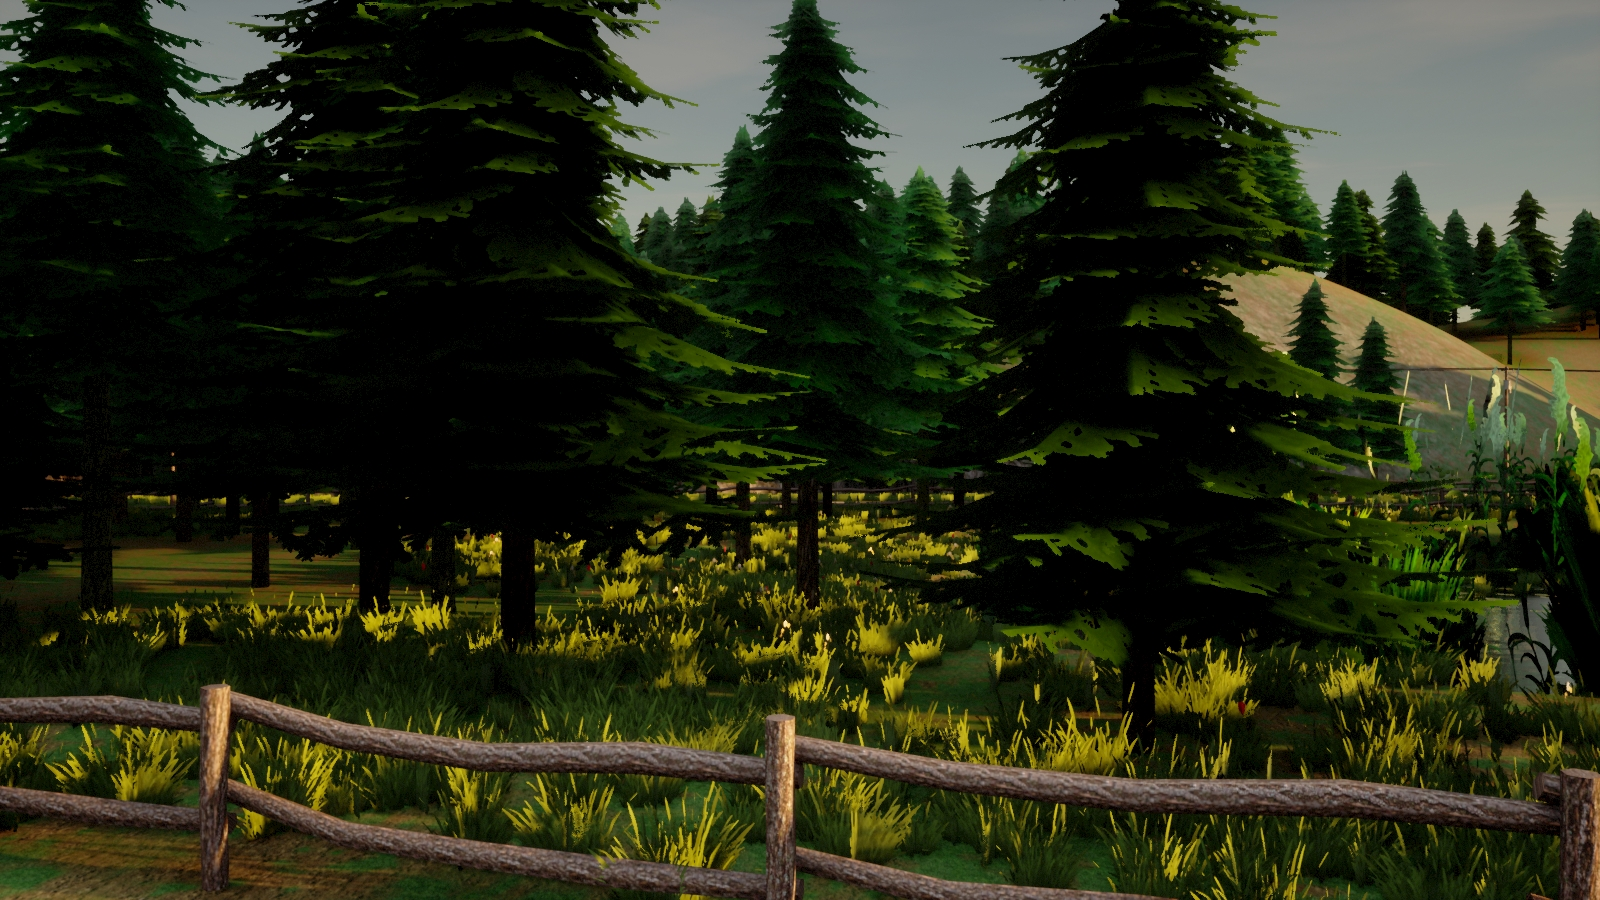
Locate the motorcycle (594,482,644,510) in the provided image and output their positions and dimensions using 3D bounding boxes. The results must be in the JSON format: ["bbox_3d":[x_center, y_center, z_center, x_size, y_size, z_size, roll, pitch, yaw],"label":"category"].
[{"bbox_3d":[-8.573,2.178,54.111,2.209,1.251,0.867,0,0,14],"label":"motorcycle"}]
